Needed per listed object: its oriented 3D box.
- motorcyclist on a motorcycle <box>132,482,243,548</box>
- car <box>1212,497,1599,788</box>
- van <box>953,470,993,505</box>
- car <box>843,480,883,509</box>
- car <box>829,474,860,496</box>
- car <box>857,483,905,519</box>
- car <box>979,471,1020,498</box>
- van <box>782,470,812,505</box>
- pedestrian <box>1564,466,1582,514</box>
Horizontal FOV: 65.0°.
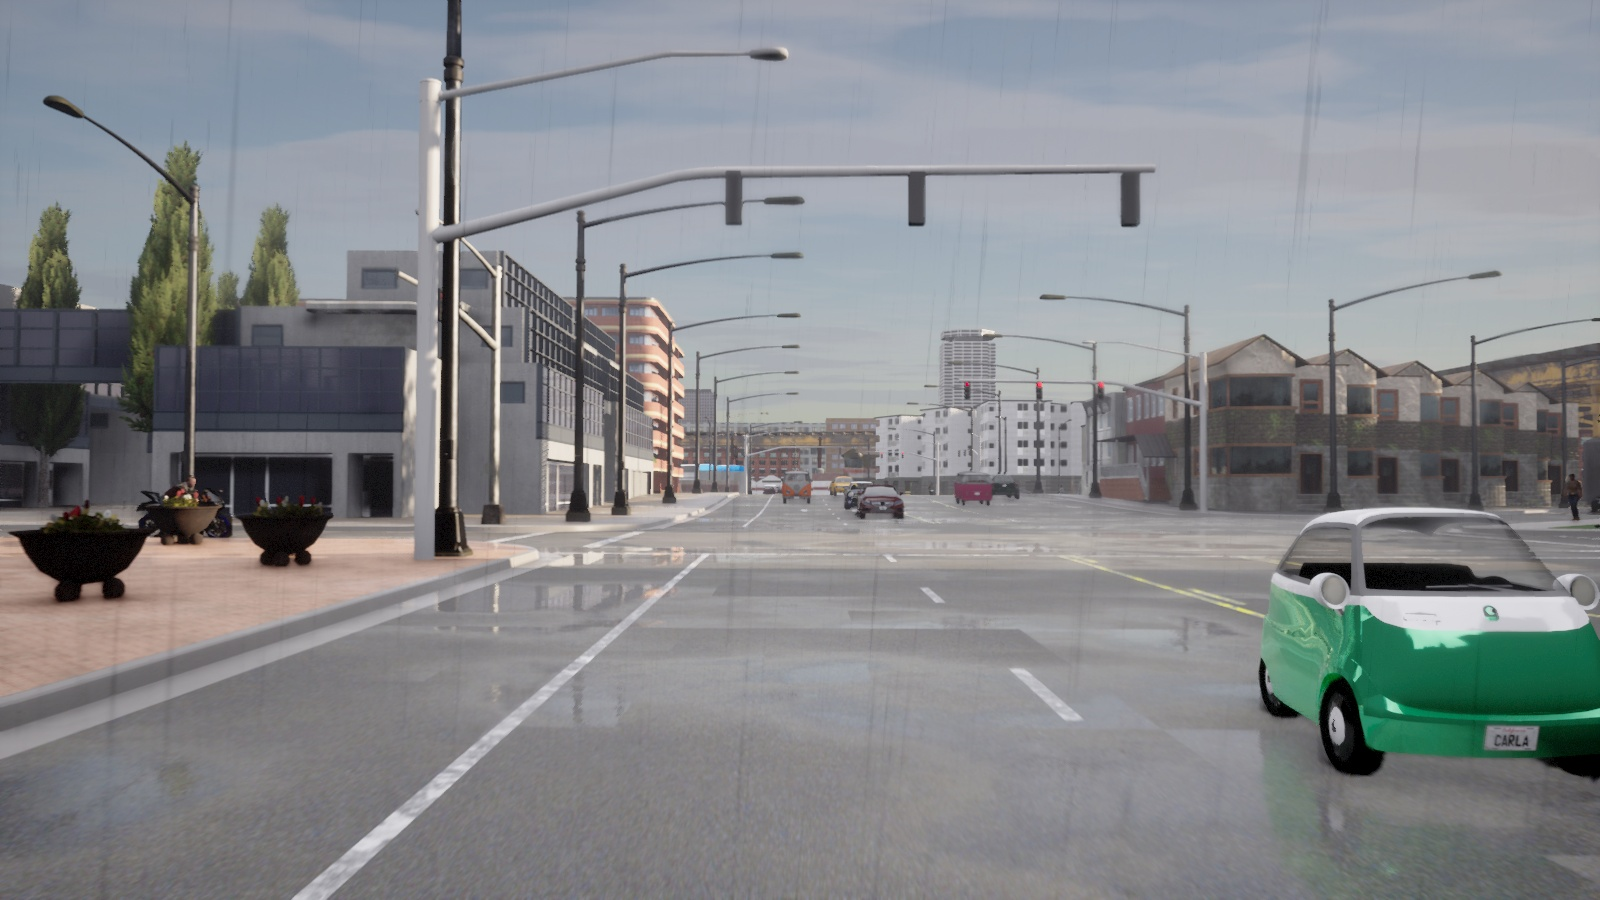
[{"bbox_3d":[-14.518,1.526,29.813,2.191,1.530,0.866,0,-2,0],"label":"motorcyclist on a motorcycle"},{"bbox_3d":[3.483,0.979,7.231,1.481,1.376,2.207,0,-1,0],"label":"car"},{"bbox_3d":[10.323,2.208,75.386,1.775,1.987,4.442,0,0,0],"label":"van"},{"bbox_3d":[3.343,2.374,67.234,1.970,1.475,3.806,0,-1,0],"label":"car"},{"bbox_3d":[3.267,2.563,92.882,1.801,1.575,5.366,0,-1,-3],"label":"car"},{"bbox_3d":[3.426,2.152,53.836,1.812,1.442,4.674,0,-2,1],"label":"car"},{"bbox_3d":[13.796,2.352,86.960,2.097,1.767,4.553,0,-1,0],"label":"car"},{"bbox_3d":[-0.179,2.253,76.398,1.775,1.987,4.442,0,0,0],"label":"van"},{"bbox_3d":[29.396,1.529,47.750,0.869,1.805,0.328,1,-2,-42],"label":"pedestrian"}]
